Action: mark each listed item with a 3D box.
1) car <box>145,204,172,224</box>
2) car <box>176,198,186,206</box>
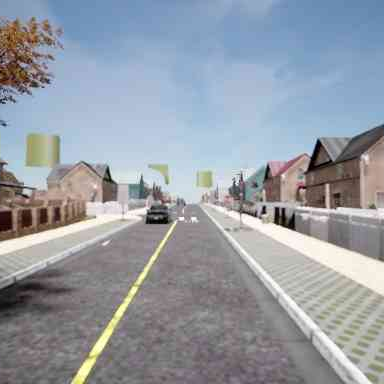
[{"bbox_3d":[-2.771,1.810,28.297,1.882,1.535,5.008,0,-1,0],"label":"car"},{"bbox_3d":[-2.800,2.577,85.808,2.150,2.045,5.566,0,-1,0],"label":"car"}]
